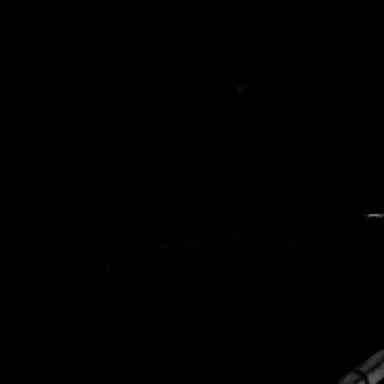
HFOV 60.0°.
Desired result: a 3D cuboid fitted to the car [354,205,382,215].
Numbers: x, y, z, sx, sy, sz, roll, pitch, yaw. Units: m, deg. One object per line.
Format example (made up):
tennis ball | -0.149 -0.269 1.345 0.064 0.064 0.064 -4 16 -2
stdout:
car | 25.893 2.576 49.160 2.033 1.411 5.357 -4 -3 4
